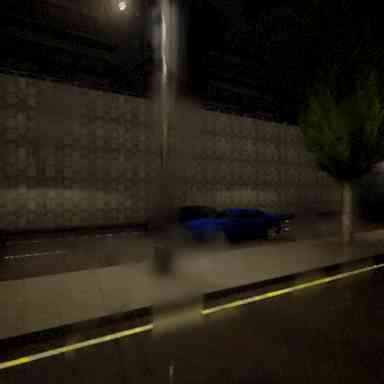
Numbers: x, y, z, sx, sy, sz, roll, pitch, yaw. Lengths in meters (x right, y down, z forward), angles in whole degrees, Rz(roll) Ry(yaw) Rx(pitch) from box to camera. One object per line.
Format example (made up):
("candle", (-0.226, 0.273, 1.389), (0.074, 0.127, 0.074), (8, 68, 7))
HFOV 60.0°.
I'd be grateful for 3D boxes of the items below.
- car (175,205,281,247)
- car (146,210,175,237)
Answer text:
("car", (1.934, 1.472, 15.197), (5.008, 1.535, 1.882), (0, 0, -35))
("car", (-0.099, 1.472, 18.046), (5.008, 1.535, 1.882), (0, 0, -35))
